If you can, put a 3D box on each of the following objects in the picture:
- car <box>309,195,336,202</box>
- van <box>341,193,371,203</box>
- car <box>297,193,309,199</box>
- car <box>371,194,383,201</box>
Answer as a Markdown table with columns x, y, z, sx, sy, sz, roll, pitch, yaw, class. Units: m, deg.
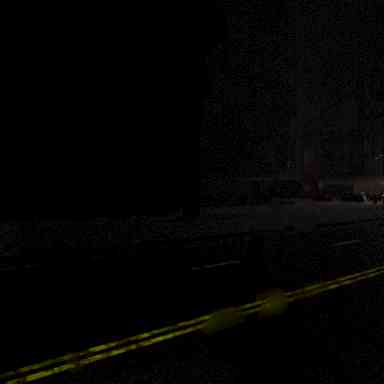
| x | y | z | sx | sy | sz | roll | pitch | yaw | class |
| --- | --- | --- | --- | --- | --- | --- | --- | --- | --- |
| 24.386 | 1.188 | 61.453 | 1.802 | 1.307 | 4.206 | -1 | 1 | -35 | car |
| 27.663 | 0.977 | 56.850 | 1.690 | 1.788 | 3.998 | -1 | 1 | -35 | van |
| 24.770 | 0.971 | 75.601 | 1.802 | 1.307 | 4.206 | -1 | 1 | -35 | car |
| 34.606 | 1.047 | 61.800 | 1.947 | 1.339 | 4.313 | -1 | 1 | -35 | car |
